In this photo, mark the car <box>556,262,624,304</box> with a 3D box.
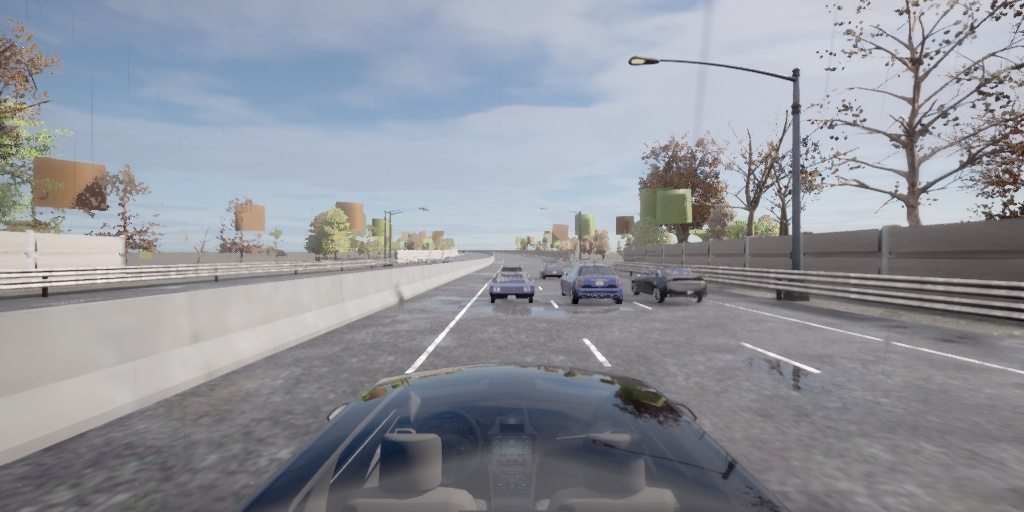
[{"bbox_3d":[3.500,1.114,16.470,2.097,1.767,4.553,0,0,0],"label":"car"}]

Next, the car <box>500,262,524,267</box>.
[{"bbox_3d":[0.000,1.232,31.500,1.882,1.535,5.008,0,0,0],"label":"car"}]

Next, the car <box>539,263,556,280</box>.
[{"bbox_3d":[3.500,1.320,31.500,1.994,1.385,4.181,0,0,0],"label":"car"}]

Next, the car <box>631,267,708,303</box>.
[{"bbox_3d":[7.000,1.243,16.500,2.128,1.511,4.902,0,0,0],"label":"car"}]

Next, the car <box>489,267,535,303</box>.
[{"bbox_3d":[0.000,1.365,16.530,1.895,1.301,4.718,0,0,0],"label":"car"}]

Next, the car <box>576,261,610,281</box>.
[{"bbox_3d":[7.000,1.264,31.500,1.837,1.490,4.892,0,0,0],"label":"car"}]
